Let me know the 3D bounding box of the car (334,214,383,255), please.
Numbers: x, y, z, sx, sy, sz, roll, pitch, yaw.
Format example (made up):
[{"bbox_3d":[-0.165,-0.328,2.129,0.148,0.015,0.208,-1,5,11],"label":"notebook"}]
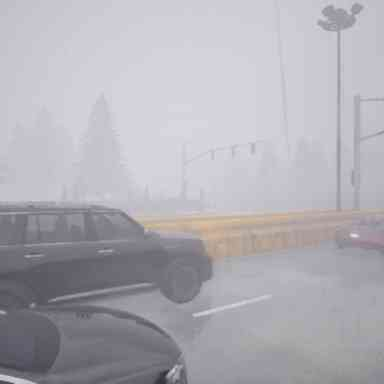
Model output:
[{"bbox_3d":[7.626,1.575,13.408,4.181,1.385,1.994,0,0,-35],"label":"car"}]

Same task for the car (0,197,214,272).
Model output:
[{"bbox_3d":[-2.162,1.220,6.482,5.566,2.045,2.150,0,0,-36],"label":"car"}]

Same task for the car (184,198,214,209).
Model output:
[{"bbox_3d":[0.970,1.548,46.879,1.812,1.442,4.674,0,0,-35],"label":"car"}]

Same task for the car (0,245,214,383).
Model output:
[{"bbox_3d":[-2.251,1.490,2.135,4.902,1.511,2.128,0,0,-35],"label":"car"}]
